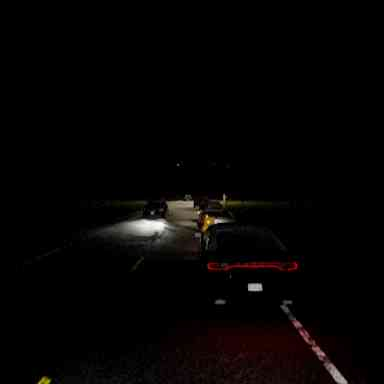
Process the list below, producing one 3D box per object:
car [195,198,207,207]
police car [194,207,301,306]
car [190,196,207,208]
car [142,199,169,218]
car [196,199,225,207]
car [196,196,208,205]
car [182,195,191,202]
[{"bbox_3d":[1.397,1.421,24.059,1.882,1.535,5.008,0,0,2],"label":"car"},{"bbox_3d":[1.097,1.408,8.219,1.930,1.638,5.238,0,0,1],"label":"police car"},{"bbox_3d":[1.215,1.355,45.781,1.882,1.535,5.008,0,0,3],"label":"car"},{"bbox_3d":[-3.082,1.421,29.064,2.128,1.511,4.902,0,0,2],"label":"car"},{"bbox_3d":[1.257,1.414,18.269,1.801,1.575,5.366,0,0,1],"label":"car"},{"bbox_3d":[1.857,1.438,57.877,1.895,1.301,4.718,0,0,4],"label":"car"},{"bbox_3d":[-0.825,1.347,69.433,1.994,1.385,4.181,0,0,4],"label":"car"}]
